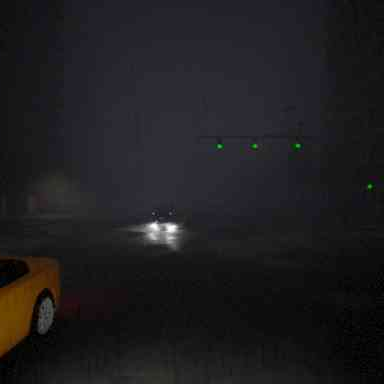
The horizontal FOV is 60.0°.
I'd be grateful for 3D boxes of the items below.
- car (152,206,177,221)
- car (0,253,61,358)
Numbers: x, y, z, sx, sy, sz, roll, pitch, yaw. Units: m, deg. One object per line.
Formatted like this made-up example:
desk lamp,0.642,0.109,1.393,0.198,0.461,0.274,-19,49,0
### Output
car,-2.491,1.923,30.470,1.895,1.301,4.718,0,0,2
car,-3.314,1.542,3.913,1.882,1.535,5.008,0,-1,2
